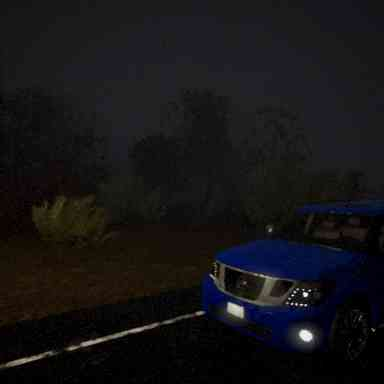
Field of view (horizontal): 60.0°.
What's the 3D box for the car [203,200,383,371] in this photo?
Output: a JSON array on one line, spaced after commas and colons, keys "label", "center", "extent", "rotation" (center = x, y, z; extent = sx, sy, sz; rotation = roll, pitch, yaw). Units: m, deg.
[{"label": "car", "center": [2.827, 1.196, 6.009], "extent": [5.566, 2.045, 2.150], "rotation": [0, 0, -35]}]
